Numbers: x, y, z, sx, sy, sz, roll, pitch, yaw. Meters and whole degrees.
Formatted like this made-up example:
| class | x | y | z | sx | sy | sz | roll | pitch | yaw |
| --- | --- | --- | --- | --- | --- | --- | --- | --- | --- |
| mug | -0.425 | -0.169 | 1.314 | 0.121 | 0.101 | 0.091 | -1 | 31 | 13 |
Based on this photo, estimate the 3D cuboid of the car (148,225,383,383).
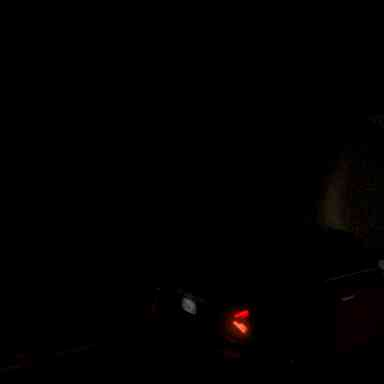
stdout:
| class | x | y | z | sx | sy | sz | roll | pitch | yaw |
| --- | --- | --- | --- | --- | --- | --- | --- | --- | --- |
| car | 1.709 | 1.291 | 5.024 | 4.553 | 1.767 | 2.097 | -1 | 1 | -35 |
